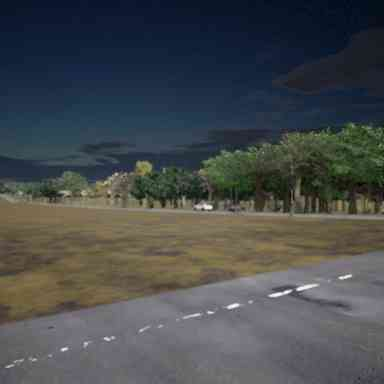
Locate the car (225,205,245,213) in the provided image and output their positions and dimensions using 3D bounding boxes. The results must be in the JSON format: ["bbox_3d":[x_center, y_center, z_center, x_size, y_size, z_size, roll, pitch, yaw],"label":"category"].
[{"bbox_3d":[9.014,3.617,70.015,1.837,1.490,4.892,1,-2,-33],"label":"car"}]

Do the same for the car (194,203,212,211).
[{"bbox_3d":[2.601,3.553,79.815,2.150,2.045,5.566,1,-2,-33],"label":"car"}]
